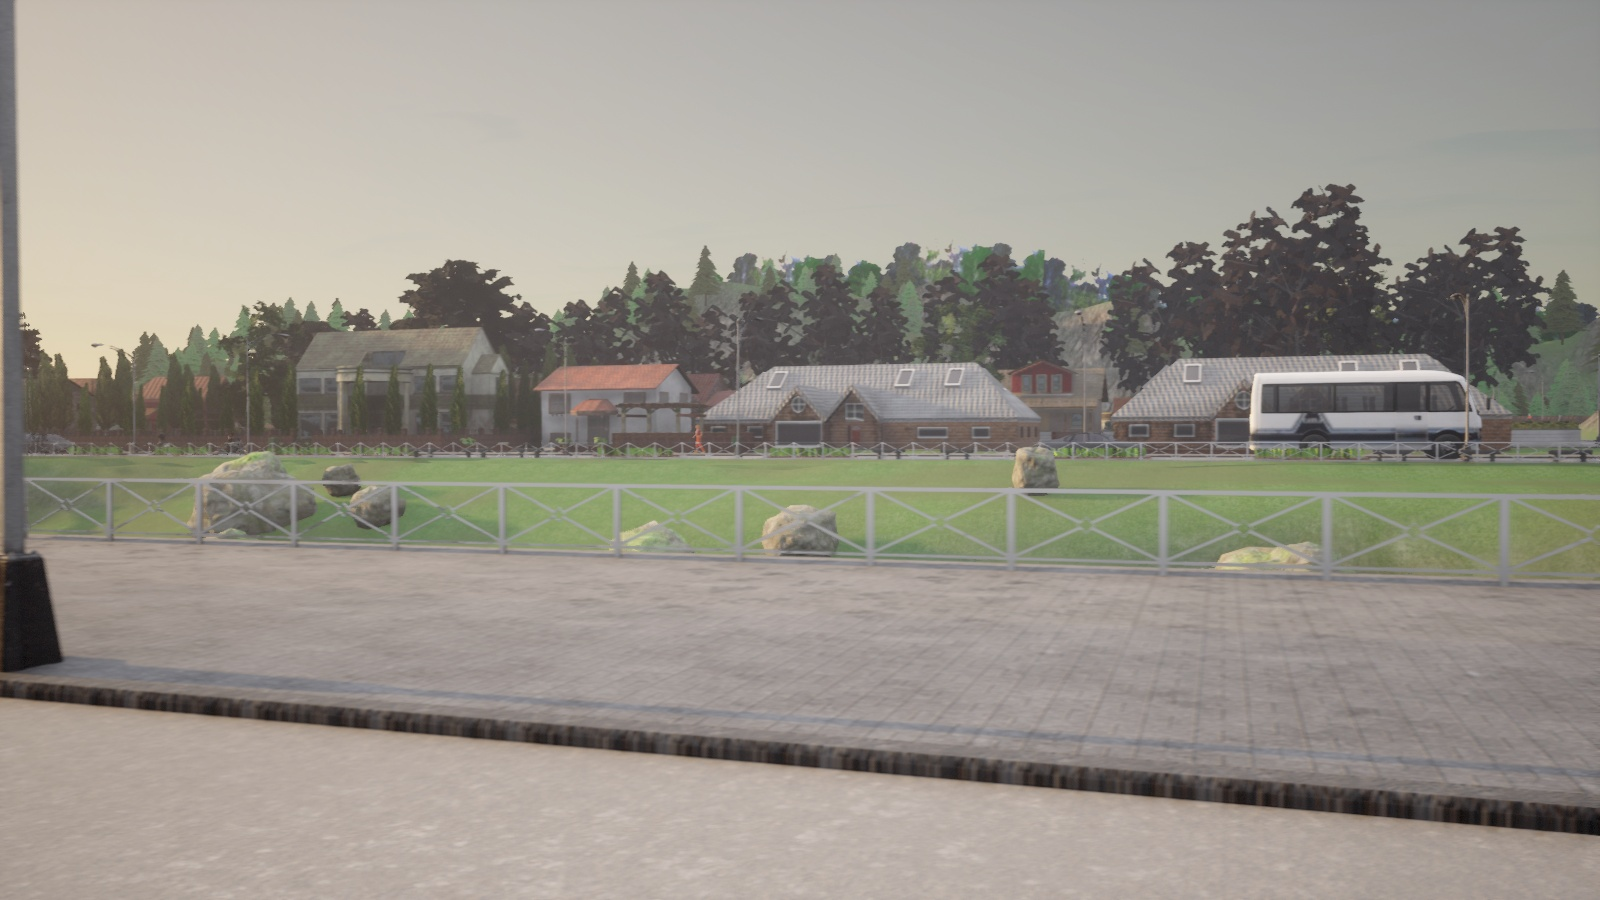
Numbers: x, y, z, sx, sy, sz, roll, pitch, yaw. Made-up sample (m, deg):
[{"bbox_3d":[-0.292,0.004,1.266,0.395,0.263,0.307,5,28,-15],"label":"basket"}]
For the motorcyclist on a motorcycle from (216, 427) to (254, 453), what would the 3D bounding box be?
[{"bbox_3d":[-36.485,-0.658,81.050,2.350,1.649,0.766,1,1,19],"label":"motorcyclist on a motorcycle"}]

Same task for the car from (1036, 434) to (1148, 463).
[{"bbox_3d":[14.823,-0.092,63.776,5.357,1.411,2.033,1,1,19],"label":"car"}]

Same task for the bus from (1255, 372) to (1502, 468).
[{"bbox_3d":[27.111,-1.403,59.619,10.273,4.253,3.944,0,1,19],"label":"bus"}]
